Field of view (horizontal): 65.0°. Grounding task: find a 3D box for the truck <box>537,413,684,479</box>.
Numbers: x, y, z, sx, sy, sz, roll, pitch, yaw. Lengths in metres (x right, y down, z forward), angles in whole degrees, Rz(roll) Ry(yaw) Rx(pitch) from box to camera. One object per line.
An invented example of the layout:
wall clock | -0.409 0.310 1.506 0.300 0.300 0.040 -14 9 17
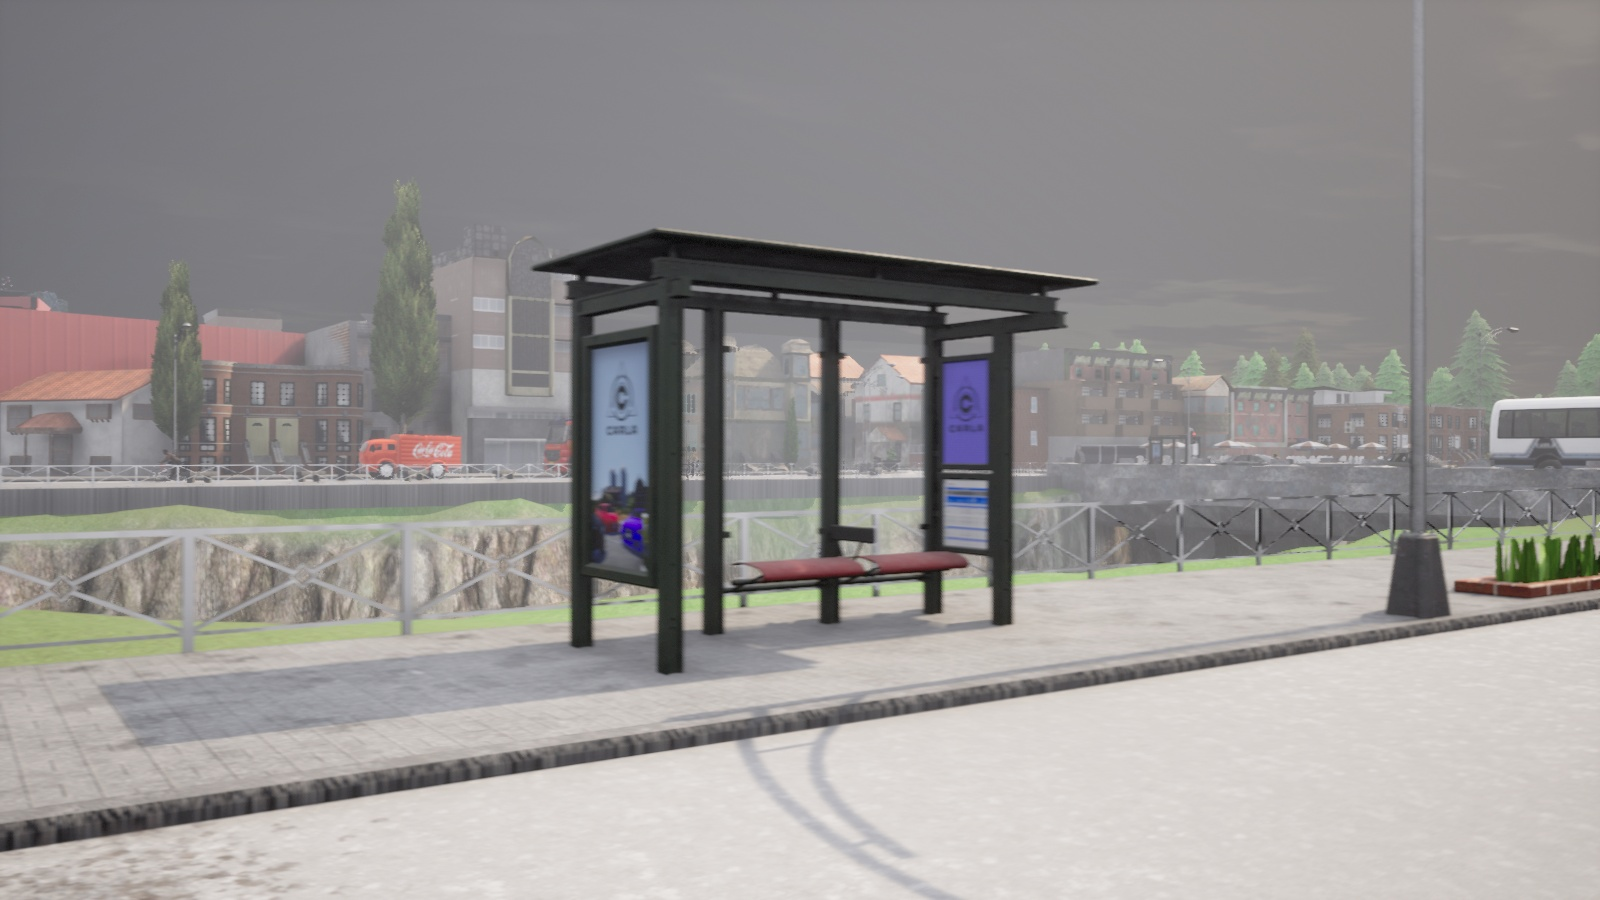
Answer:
truck | -11.460 -0.208 76.365 8.468 3.827 2.891 0 0 -35

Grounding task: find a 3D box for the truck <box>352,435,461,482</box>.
truck | -21.619 0.485 69.047 5.204 2.467 2.627 1 -1 -31

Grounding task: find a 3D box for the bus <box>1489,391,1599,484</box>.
bus | 38.240 -0.569 58.323 3.944 4.253 10.273 0 0 -33

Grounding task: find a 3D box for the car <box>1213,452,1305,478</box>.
car | 27.067 0.874 74.163 1.837 1.490 4.892 0 0 -36

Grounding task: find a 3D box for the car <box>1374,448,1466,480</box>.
car | 32.676 0.736 66.254 1.851 1.617 3.988 0 0 -33
